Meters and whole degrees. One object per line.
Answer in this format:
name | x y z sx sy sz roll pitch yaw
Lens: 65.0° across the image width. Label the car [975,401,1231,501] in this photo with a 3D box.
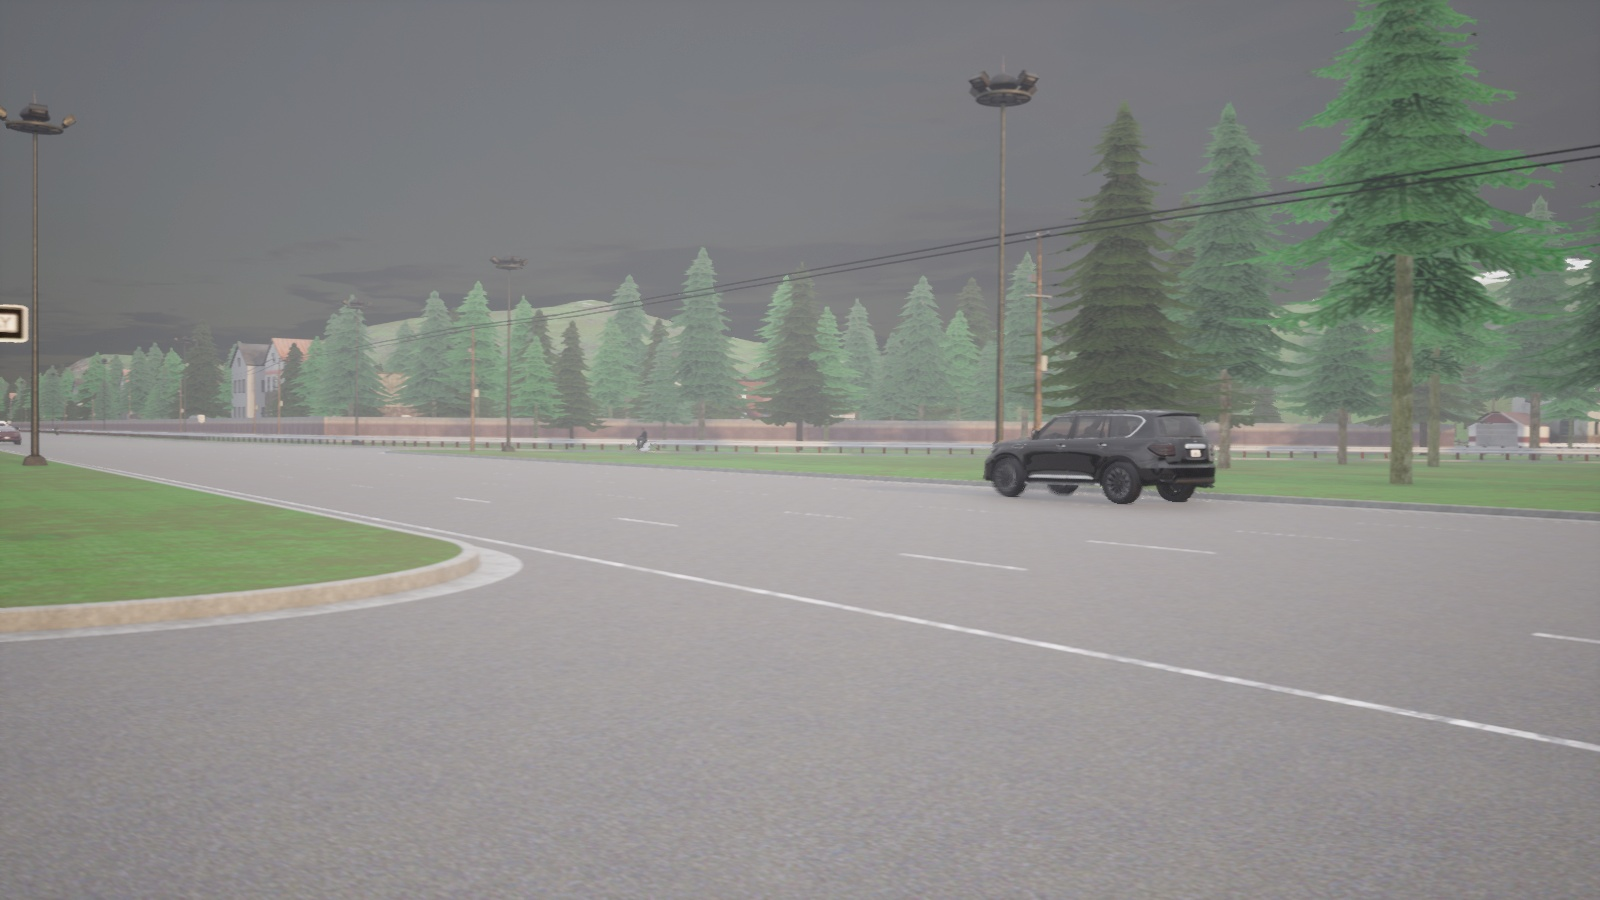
car | 6.725 -0.007 28.562 2.150 2.045 5.566 -1 1 -37
